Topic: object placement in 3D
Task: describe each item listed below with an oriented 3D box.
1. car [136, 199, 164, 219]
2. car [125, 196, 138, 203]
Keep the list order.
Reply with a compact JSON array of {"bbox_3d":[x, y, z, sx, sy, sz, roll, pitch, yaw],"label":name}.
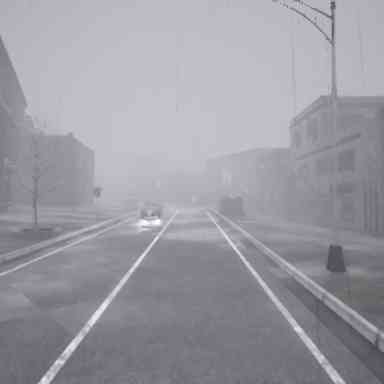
[{"bbox_3d":[-3.609,1.580,30.657,2.128,1.511,4.902,0,0,0],"label":"car"},{"bbox_3d":[-12.668,1.652,70.388,1.812,1.442,4.674,1,0,-36],"label":"car"}]
